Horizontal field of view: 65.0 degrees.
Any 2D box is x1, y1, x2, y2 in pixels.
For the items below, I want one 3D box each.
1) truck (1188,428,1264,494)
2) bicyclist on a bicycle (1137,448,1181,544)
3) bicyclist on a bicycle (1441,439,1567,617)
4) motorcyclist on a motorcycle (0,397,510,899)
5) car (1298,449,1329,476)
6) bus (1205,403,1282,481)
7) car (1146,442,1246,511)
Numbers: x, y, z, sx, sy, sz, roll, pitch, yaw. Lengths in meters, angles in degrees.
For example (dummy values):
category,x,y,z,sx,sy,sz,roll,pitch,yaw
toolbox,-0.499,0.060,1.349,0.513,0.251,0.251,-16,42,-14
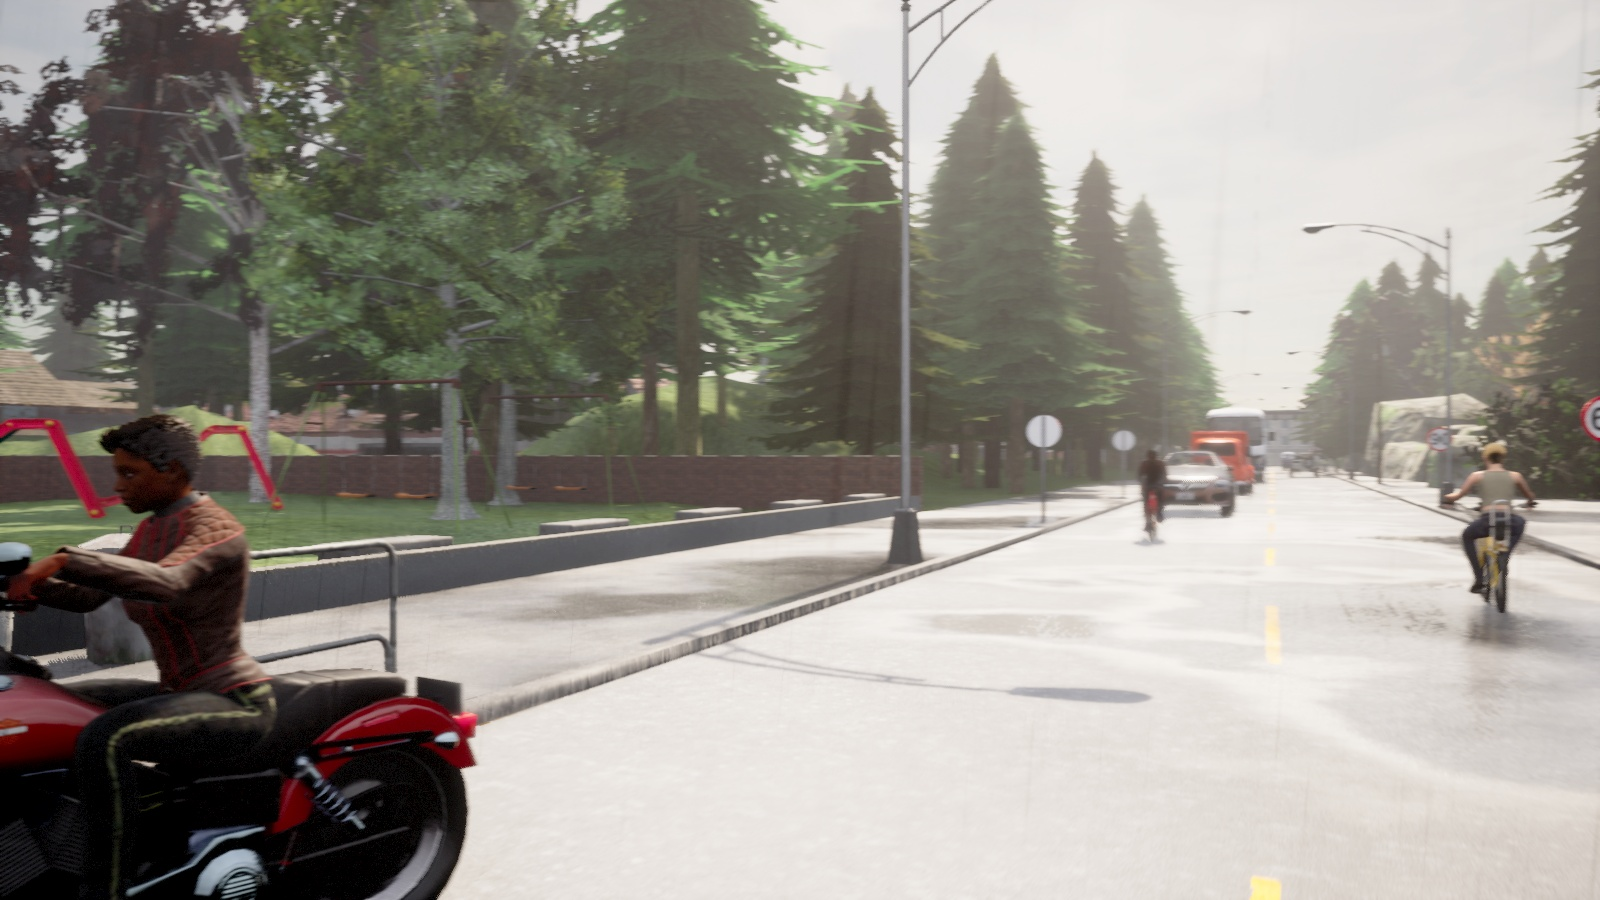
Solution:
category,x,y,z,sx,sy,sz,roll,pitch,yaw
truck,16.914,0.424,49.684,2.627,2.467,5.204,0,0,21
bicyclist on a bicycle,6.312,0.778,22.050,0.582,1.620,1.656,0,0,21
bicyclist on a bicycle,6.813,0.713,12.227,0.866,1.612,1.509,0,0,22
motorcyclist on a motorcycle,-1.933,0.718,3.103,0.766,1.649,2.350,-2,-1,41
car,36.130,0.843,88.443,1.932,1.855,4.605,0,0,21
bus,26.001,-0.383,73.289,3.944,4.253,10.273,0,0,21
car,10.349,0.638,32.576,2.152,1.651,5.027,0,0,21
